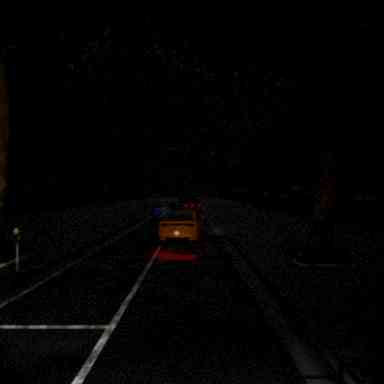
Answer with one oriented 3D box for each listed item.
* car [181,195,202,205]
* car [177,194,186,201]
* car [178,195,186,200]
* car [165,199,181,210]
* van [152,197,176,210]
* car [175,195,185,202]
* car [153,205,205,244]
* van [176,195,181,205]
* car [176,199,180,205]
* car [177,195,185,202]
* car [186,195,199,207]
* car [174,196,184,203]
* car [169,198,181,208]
[{"bbox_3d":[0.063,1.564,39.687,2.097,1.767,4.553,0,0,0],"label":"car"},{"bbox_3d":[-2.703,1.450,86.057,1.967,1.590,4.097,1,0,0],"label":"car"},{"bbox_3d":[-2.710,1.558,91.597,2.008,1.369,4.403,1,0,0],"label":"car"},{"bbox_3d":[-2.668,1.746,47.283,1.947,1.339,4.313,1,0,0],"label":"car"},{"bbox_3d":[-2.657,1.560,30.646,1.690,1.788,3.998,0,0,0],"label":"van"},{"bbox_3d":[-2.692,1.472,74.979,1.967,1.590,4.097,1,0,0],"label":"car"},{"bbox_3d":[-0.431,1.641,16.871,1.882,1.535,5.008,0,0,5],"label":"car"},{"bbox_3d":[-2.662,1.547,41.737,1.690,1.788,3.998,1,0,0],"label":"van"},{"bbox_3d":[-2.662,1.770,36.192,2.008,1.369,4.403,1,0,0],"label":"car"},{"bbox_3d":[-2.698,1.544,80.348,1.752,1.417,4.829,1,0,0],"label":"car"},{"bbox_3d":[0.050,1.472,56.185,2.097,1.767,4.553,0,0,0],"label":"car"},{"bbox_3d":[-2.688,1.634,69.440,1.802,1.307,4.206,1,0,0],"label":"car"},{"bbox_3d":[-2.671,1.726,52.823,1.802,1.307,4.206,1,0,0],"label":"car"}]
